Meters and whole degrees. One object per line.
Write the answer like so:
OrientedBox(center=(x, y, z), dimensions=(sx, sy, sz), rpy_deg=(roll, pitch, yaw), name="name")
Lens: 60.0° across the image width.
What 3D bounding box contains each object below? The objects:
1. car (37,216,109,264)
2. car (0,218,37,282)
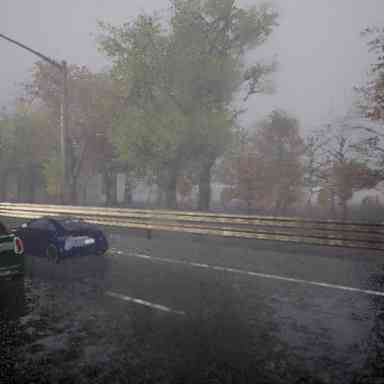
OrientedBox(center=(-4.895, 1.537, 11.786), dimensions=(4.181, 1.385, 1.994), rpy_deg=(0, 0, 36), name="car")
OrientedBox(center=(-6.258, 1.327, 8.458), dimensions=(4.553, 1.767, 2.097), rpy_deg=(0, 0, 36), name="car")
